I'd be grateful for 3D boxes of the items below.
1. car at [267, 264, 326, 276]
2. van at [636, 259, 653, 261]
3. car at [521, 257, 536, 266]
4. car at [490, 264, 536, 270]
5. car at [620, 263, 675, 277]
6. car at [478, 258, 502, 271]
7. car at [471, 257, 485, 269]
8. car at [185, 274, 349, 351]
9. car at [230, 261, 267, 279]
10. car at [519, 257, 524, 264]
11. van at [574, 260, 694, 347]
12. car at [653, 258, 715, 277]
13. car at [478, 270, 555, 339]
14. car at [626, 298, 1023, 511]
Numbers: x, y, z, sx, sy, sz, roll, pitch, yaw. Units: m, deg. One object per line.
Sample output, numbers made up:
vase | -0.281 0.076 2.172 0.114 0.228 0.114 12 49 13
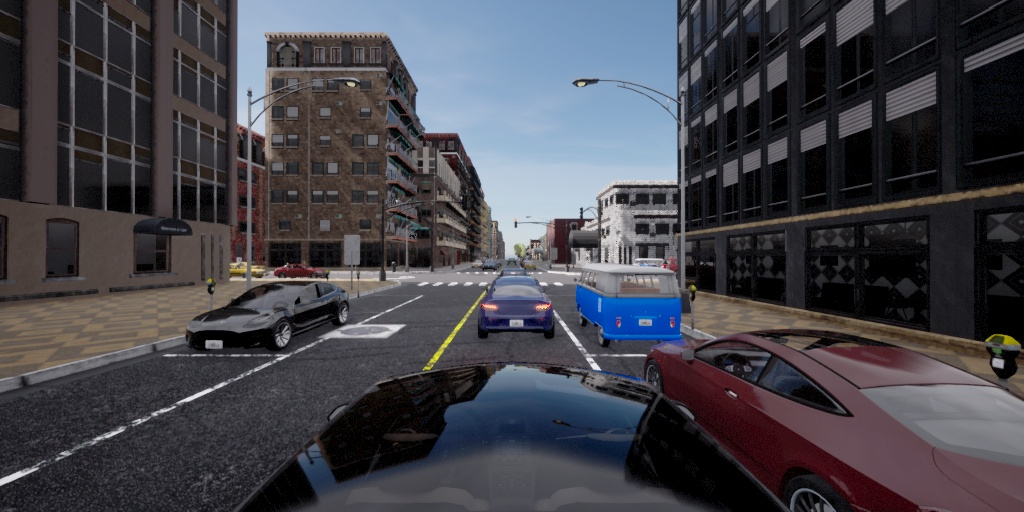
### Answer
car | -17.470 1.283 29.805 4.207 1.307 1.802 0 0 0
van | 14.893 1.174 38.266 3.998 1.789 1.690 0 0 0
car | 2.684 1.309 53.956 1.751 1.417 4.829 0 0 0
car | 0.090 1.317 18.451 1.994 1.385 4.181 0 0 0
car | 13.399 1.416 35.696 4.718 1.301 1.895 0 0 1
car | -3.067 1.327 50.632 2.033 1.411 5.357 0 0 3
car | -5.697 1.316 59.153 1.751 1.417 4.829 0 0 0
car | -5.691 1.317 9.025 1.948 1.339 4.313 0 0 0
car | -22.963 1.215 29.791 4.829 1.417 1.751 0 0 0
car | 2.683 1.380 64.865 1.802 1.307 4.207 0 0 0
van | 2.656 1.092 9.000 1.690 1.789 3.998 0 0 0
car | 14.916 1.106 29.886 5.009 1.841 2.192 0 0 0
car | 0.100 1.277 10.000 1.812 1.442 4.674 0 0 0
car | 2.657 1.332 3.311 1.802 1.307 4.207 0 0 0
